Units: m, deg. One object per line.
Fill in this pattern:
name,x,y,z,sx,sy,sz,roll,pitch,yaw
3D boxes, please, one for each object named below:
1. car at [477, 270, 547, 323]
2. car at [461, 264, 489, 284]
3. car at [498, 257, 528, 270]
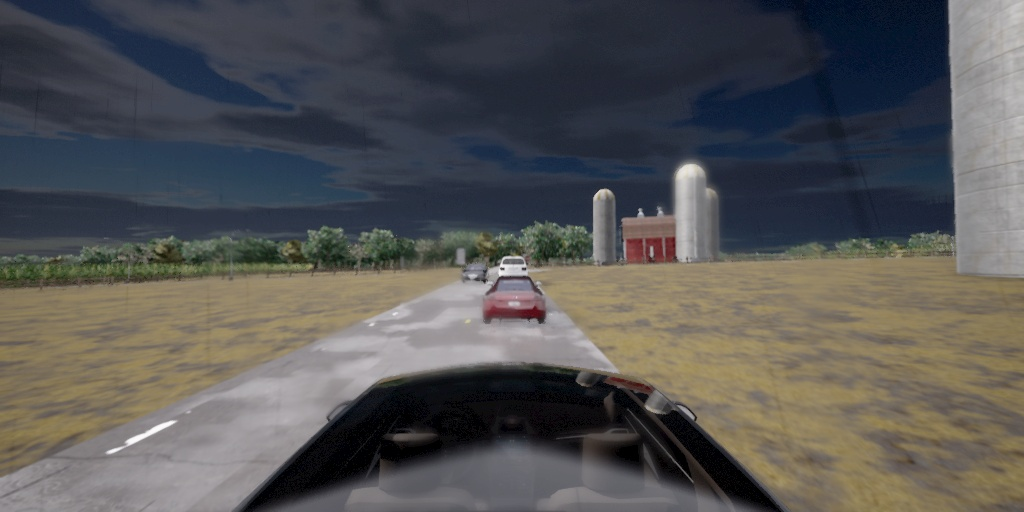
car,0.088,1.358,12.378,1.994,1.385,4.181,0,0,0
car,-2.835,1.364,28.476,2.128,1.511,4.902,0,0,0
car,0.099,1.094,28.267,2.150,2.045,5.566,0,0,0
